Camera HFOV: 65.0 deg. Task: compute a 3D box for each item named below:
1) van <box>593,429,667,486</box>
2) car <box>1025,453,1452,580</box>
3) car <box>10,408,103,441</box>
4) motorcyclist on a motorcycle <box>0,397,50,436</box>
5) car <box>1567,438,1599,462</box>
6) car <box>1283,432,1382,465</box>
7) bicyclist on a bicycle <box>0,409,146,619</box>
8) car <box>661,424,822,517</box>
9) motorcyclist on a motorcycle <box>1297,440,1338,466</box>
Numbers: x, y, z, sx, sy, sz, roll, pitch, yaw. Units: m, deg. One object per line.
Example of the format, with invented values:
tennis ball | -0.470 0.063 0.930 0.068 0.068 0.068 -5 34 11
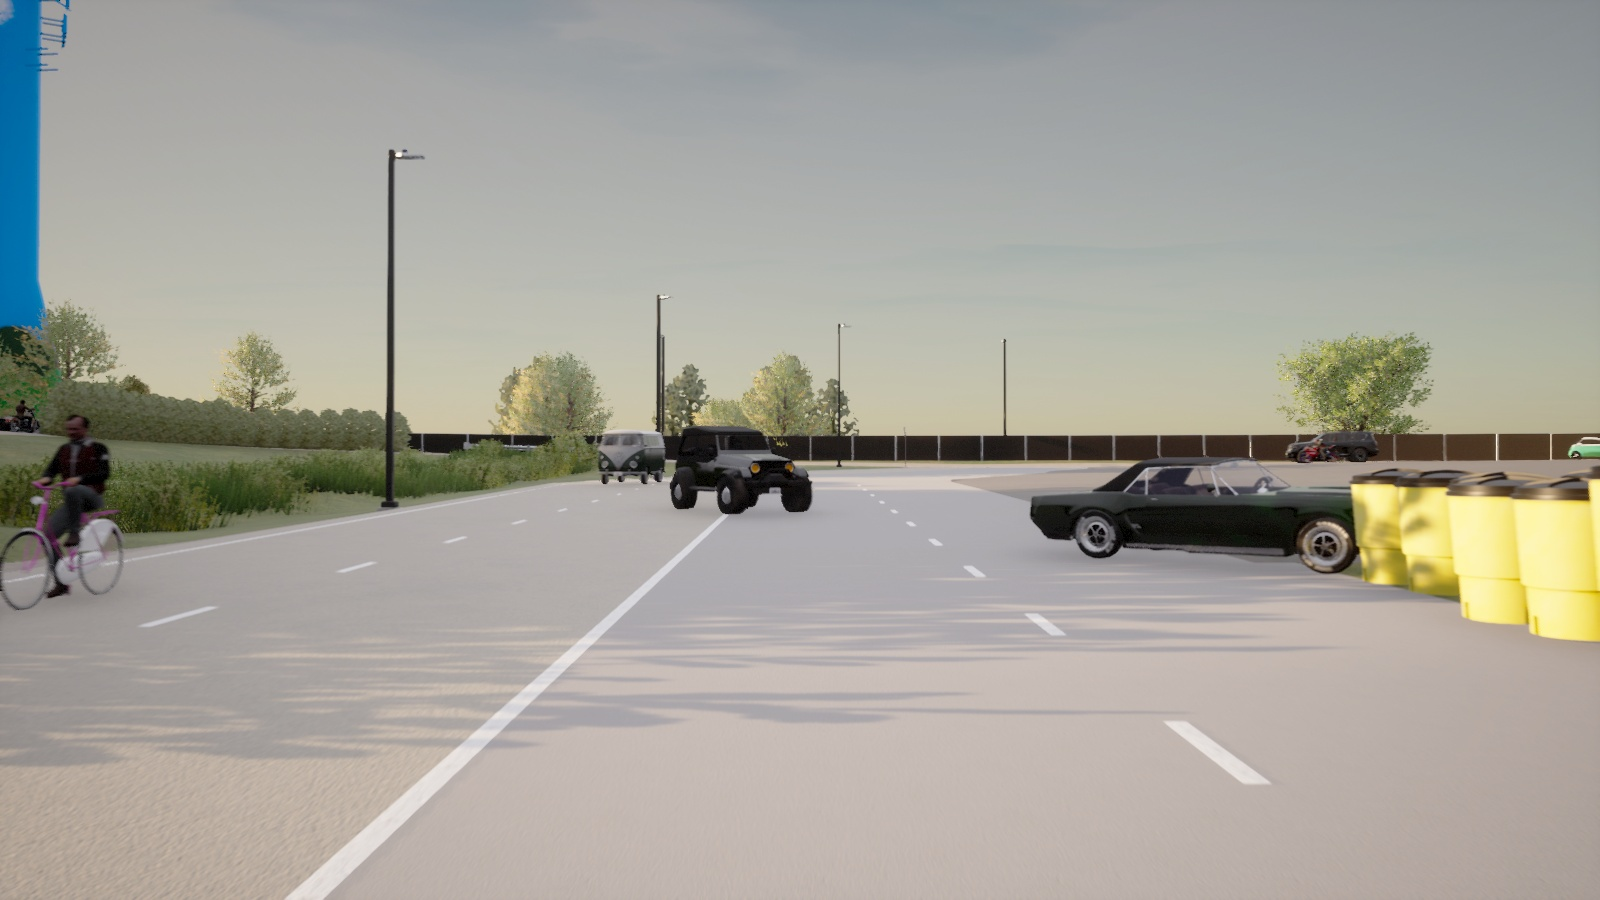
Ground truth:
van | -6.204 0.237 46.222 1.775 1.987 4.442 0 0 5
car | 5.410 0.754 15.920 4.718 1.301 1.895 -1 2 42
car | -38.286 -1.291 64.738 1.970 1.475 3.806 0 -2 16
motorcyclist on a motorcycle | -35.731 -1.541 57.900 0.766 1.649 2.350 0 -2 2
car | 47.734 -0.008 75.976 2.207 1.376 1.481 -1 -2 34
car | 34.419 -0.089 81.355 5.566 2.045 2.150 -1 -1 12
bicyclist on a bicycle | -6.848 0.536 11.534 0.659 1.776 1.843 0 0 2
car | -1.363 0.396 27.513 1.905 1.878 3.866 0 0 -31
motorcyclist on a motorcycle | 32.206 0.186 78.168 2.191 1.530 0.866 -1 -1 9
